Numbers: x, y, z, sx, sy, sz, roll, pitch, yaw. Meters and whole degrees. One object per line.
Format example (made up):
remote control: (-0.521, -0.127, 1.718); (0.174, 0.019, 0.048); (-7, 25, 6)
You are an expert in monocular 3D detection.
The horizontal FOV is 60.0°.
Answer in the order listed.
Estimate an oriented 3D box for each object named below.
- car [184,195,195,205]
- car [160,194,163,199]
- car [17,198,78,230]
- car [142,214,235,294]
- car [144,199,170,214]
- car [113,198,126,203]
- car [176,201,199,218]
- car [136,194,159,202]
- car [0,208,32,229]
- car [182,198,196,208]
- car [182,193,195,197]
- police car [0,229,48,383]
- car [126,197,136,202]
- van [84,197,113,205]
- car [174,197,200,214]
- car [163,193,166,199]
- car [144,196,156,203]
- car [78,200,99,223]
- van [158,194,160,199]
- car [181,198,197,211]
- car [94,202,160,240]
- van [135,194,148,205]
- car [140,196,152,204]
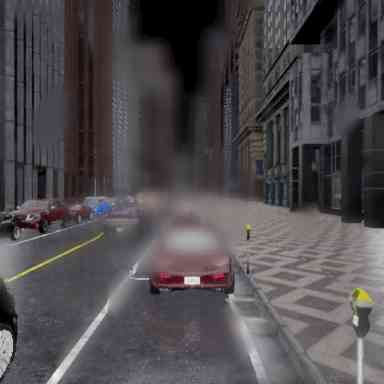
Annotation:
car: (-0.386, 1.439, 59.171); (1.967, 1.590, 4.097); (0, 0, 0)
car: (-8.911, 1.447, 81.710); (1.967, 1.590, 4.097); (0, 0, 0)
car: (-8.911, 1.314, 19.706); (2.192, 1.841, 5.009); (0, 0, 0)
car: (0.003, 1.525, 8.651); (1.812, 1.442, 4.674); (0, 0, 0)
car: (-3.131, 1.600, 31.871); (1.895, 1.301, 4.718); (0, 0, 0)
car: (-8.911, 1.439, 36.617); (1.967, 1.590, 4.097); (0, 0, 0)
car: (-0.385, 1.565, 30.990); (1.947, 1.339, 4.313); (0, 0, 0)
car: (-6.168, 1.476, 46.425); (1.882, 1.535, 5.008); (0, 0, 0)
car: (-8.910, 1.565, 14.070); (1.947, 1.339, 4.313); (0, 0, 0)
car: (-0.385, 1.565, 47.899); (1.947, 1.339, 4.313); (0, 0, 0)
car: (-0.386, 1.314, 36.627); (2.192, 1.841, 5.009); (0, 0, 0)
police car: (-3.145, 1.424, 2.357); (1.930, 1.638, 5.238); (0, 0, 0)
car: (-8.911, 1.439, 47.891); (1.967, 1.590, 4.097); (0, 0, 0)
van: (-8.911, 1.340, 30.980); (1.690, 1.788, 3.998); (0, 0, 0)
car: (-0.386, 1.439, 25.353); (1.967, 1.590, 4.097); (0, 0, 0)
car: (-8.912, 1.324, 87.347); (2.192, 1.841, 5.009); (0, 0, 0)
car: (-8.911, 1.553, 70.437); (2.008, 1.369, 4.403); (0, 0, 0)
car: (-8.910, 1.544, 25.344); (1.887, 1.381, 4.507); (0, 0, 0)
van: (-8.911, 1.345, 76.073); (1.690, 1.788, 3.998); (0, 0, 0)
car: (-0.385, 1.544, 42.263); (1.887, 1.381, 4.507); (0, 0, 0)
car: (-3.127, 1.492, 17.127); (2.128, 1.511, 4.902); (0, 0, 0)
van: (-8.911, 1.340, 59.164); (1.690, 1.788, 3.998); (0, 0, 0)
car: (-8.911, 1.526, 64.631); (1.752, 1.417, 4.829); (0, 0, 0)
